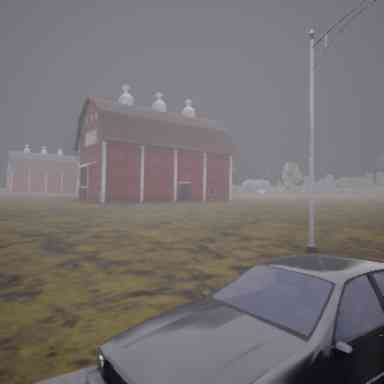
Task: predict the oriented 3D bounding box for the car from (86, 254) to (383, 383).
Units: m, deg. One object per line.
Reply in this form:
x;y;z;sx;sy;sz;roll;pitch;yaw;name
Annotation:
1.571;1.576;4.198;5.357;1.411;2.033;0;0;-36;car
